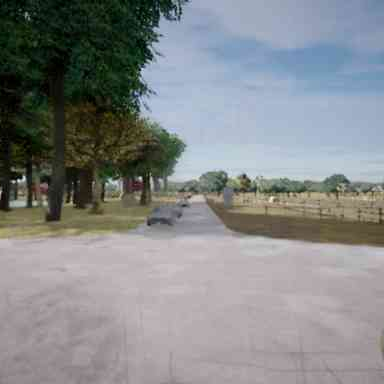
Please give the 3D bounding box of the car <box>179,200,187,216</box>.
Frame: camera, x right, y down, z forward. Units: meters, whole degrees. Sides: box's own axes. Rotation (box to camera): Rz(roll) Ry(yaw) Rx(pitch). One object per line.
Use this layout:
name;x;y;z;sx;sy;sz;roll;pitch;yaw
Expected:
car;-1.953;1.838;33.826;2.128;1.511;4.902;0;0;1

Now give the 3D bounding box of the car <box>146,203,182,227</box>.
car;-2.189;1.820;25.708;2.033;1.411;5.357;0;-1;3

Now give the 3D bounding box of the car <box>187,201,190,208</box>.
car;-1.399;2.132;58.874;1.994;1.385;4.181;0;0;1
